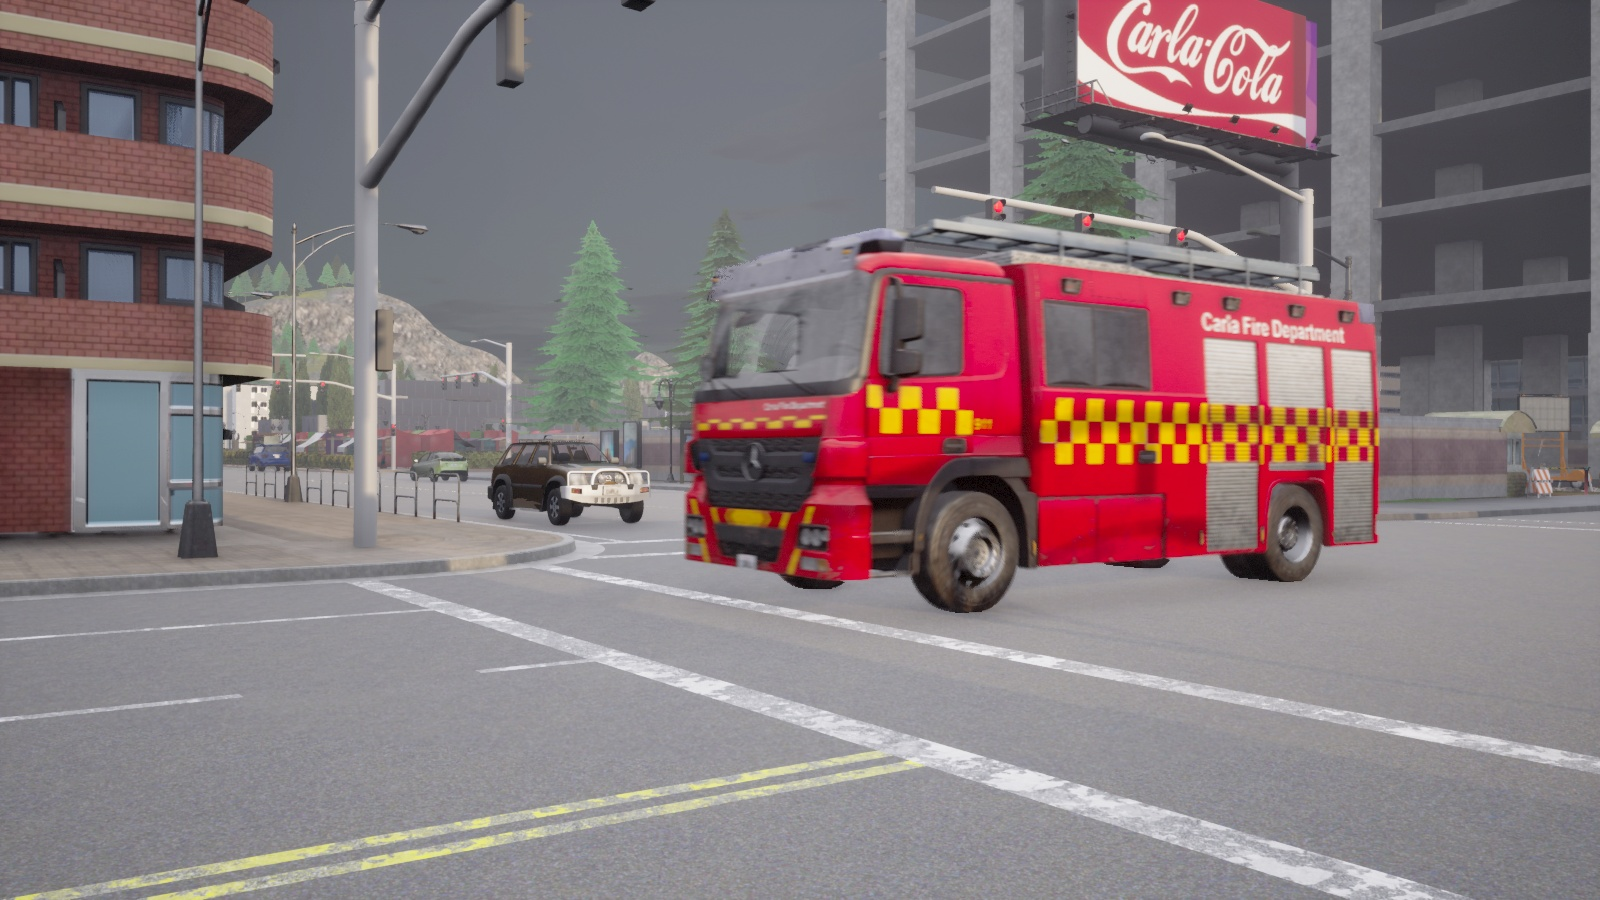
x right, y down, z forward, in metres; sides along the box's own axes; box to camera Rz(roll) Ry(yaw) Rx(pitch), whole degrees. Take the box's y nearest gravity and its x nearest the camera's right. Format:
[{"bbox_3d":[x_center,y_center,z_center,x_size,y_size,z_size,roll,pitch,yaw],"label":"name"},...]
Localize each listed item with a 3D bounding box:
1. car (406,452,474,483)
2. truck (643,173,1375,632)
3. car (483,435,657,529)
[{"bbox_3d":[-18.486,0.888,64.403,2.007,1.525,4.514,0,0,-35],"label":"car"},{"bbox_3d":[2.699,-0.391,14.073,8.468,3.827,2.891,0,0,-35],"label":"truck"},{"bbox_3d":[-5.046,0.638,27.088,1.932,1.855,4.605,0,0,-35],"label":"car"}]
